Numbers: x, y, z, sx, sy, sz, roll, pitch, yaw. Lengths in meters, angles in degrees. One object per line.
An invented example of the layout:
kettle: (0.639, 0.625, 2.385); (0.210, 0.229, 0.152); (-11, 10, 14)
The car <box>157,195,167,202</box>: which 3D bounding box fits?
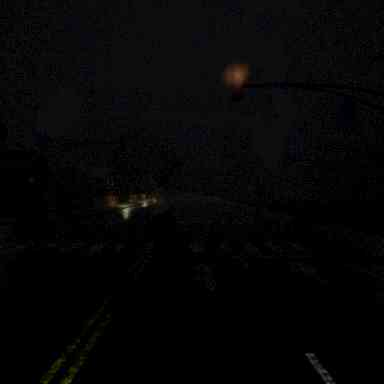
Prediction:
car: (-6.389, 1.436, 71.717); (1.882, 1.535, 5.008); (0, 0, 0)
